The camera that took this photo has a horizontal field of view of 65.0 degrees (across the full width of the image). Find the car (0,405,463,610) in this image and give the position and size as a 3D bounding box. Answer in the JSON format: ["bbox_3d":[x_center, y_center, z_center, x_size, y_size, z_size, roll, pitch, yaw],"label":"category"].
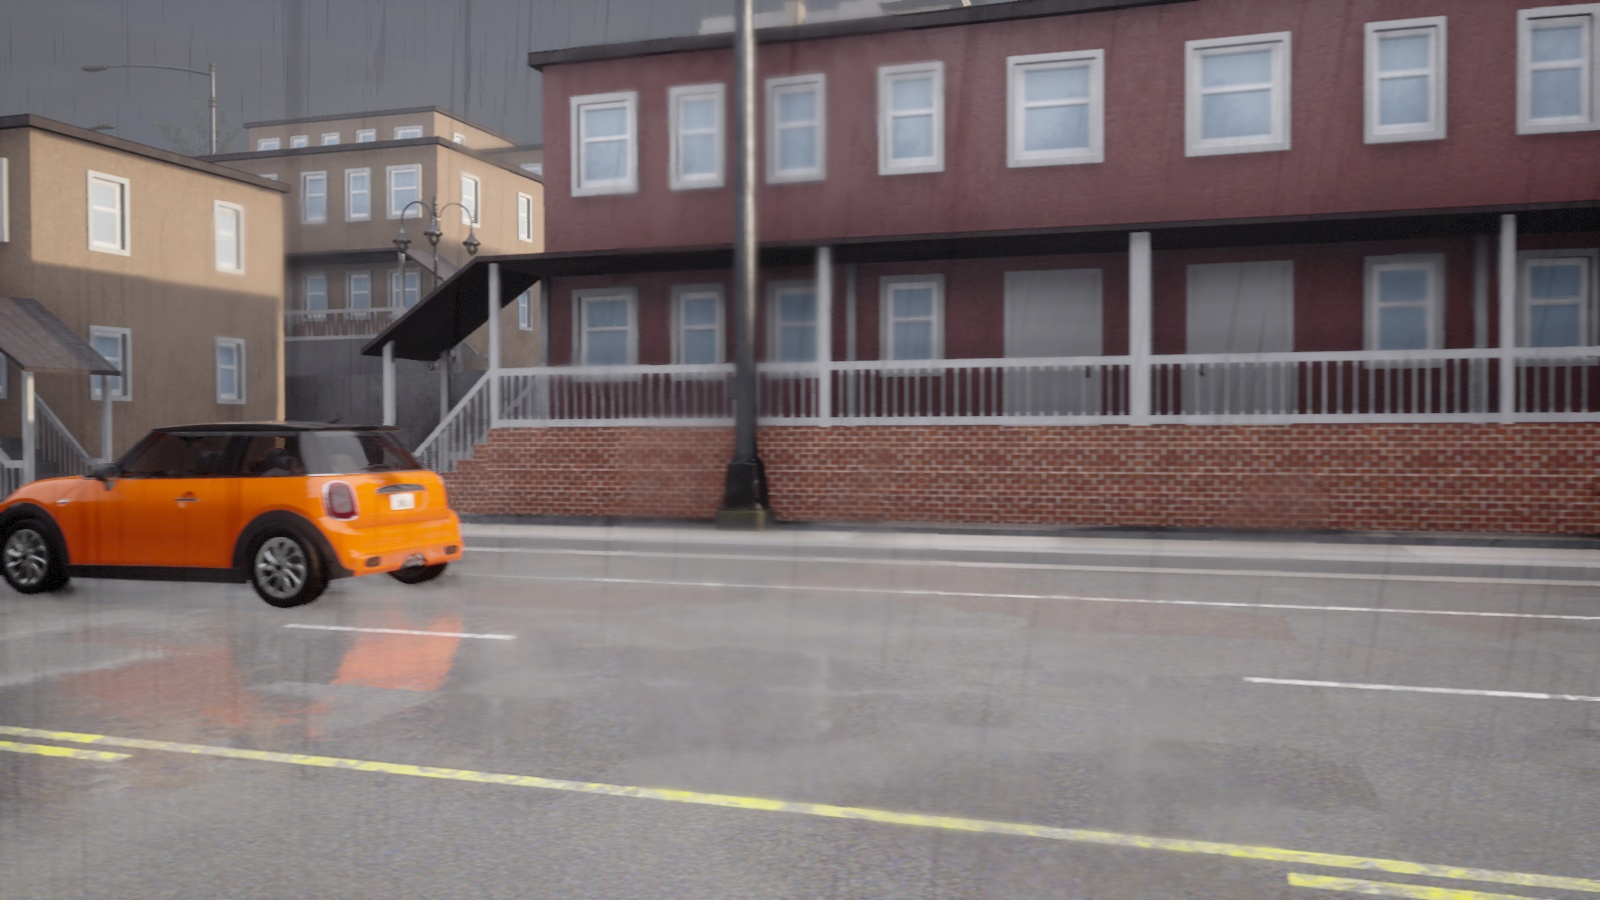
[{"bbox_3d":[-5.932,0.461,12.572,4.553,1.767,2.097,1,1,19],"label":"car"}]
